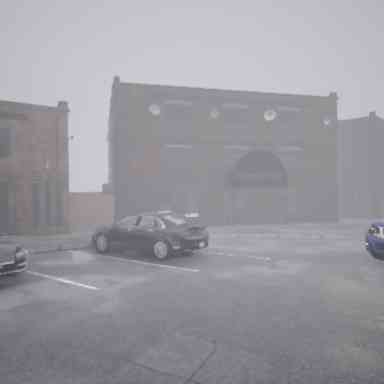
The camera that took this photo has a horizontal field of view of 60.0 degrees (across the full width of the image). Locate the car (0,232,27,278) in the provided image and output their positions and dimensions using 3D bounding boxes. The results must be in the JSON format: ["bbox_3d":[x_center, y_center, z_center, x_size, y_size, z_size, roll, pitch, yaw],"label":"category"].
[{"bbox_3d":[-6.435,1.484,9.015,4.892,1.521,2.231,-1,-1,34],"label":"car"}]

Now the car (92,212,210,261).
[{"bbox_3d":[-1.659,1.510,12.416,4.892,1.521,2.231,-1,-1,34],"label":"car"}]

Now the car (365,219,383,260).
[{"bbox_3d":[8.207,1.205,11.170,5.566,2.045,2.150,0,0,-33],"label":"car"}]
